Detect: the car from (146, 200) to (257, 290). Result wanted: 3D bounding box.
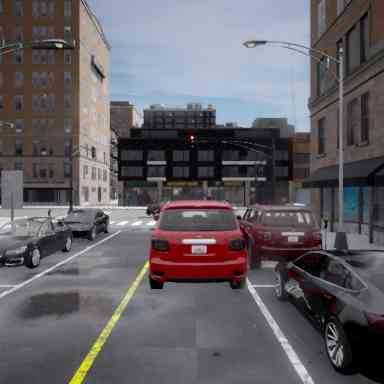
[{"bbox_3d":[0.086,1.221,9.232,2.150,2.045,5.566,0,0,-1],"label":"car"}]

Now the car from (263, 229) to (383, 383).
[{"bbox_3d":[2.640,1.566,5.409,1.947,1.339,4.313,0,0,0],"label":"car"}]

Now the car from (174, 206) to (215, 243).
[{"bbox_3d":[0.102,1.525,16.991,1.812,1.442,4.674,0,0,0],"label":"car"}]

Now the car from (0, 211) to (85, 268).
[{"bbox_3d":[-5.381,1.550,11.077,2.008,1.369,4.403,0,0,0],"label":"car"}]

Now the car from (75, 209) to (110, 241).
[{"bbox_3d":[-5.377,1.565,16.740,1.947,1.339,4.313,0,0,0],"label":"car"}]

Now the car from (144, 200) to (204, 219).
[{"bbox_3d":[-1.523,1.475,29.052,5.008,1.535,1.882,0,0,0],"label":"car"}]

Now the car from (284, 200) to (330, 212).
[{"bbox_3d":[13.427,1.674,39.061,4.718,1.301,1.895,0,0,0],"label":"car"}]

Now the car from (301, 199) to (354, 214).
[{"bbox_3d":[14.540,1.584,35.808,4.892,1.490,1.837,0,0,1],"label":"car"}]

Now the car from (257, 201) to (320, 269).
[{"bbox_3d":[2.644,1.314,11.072,2.192,1.841,5.009,0,0,0],"label":"car"}]
